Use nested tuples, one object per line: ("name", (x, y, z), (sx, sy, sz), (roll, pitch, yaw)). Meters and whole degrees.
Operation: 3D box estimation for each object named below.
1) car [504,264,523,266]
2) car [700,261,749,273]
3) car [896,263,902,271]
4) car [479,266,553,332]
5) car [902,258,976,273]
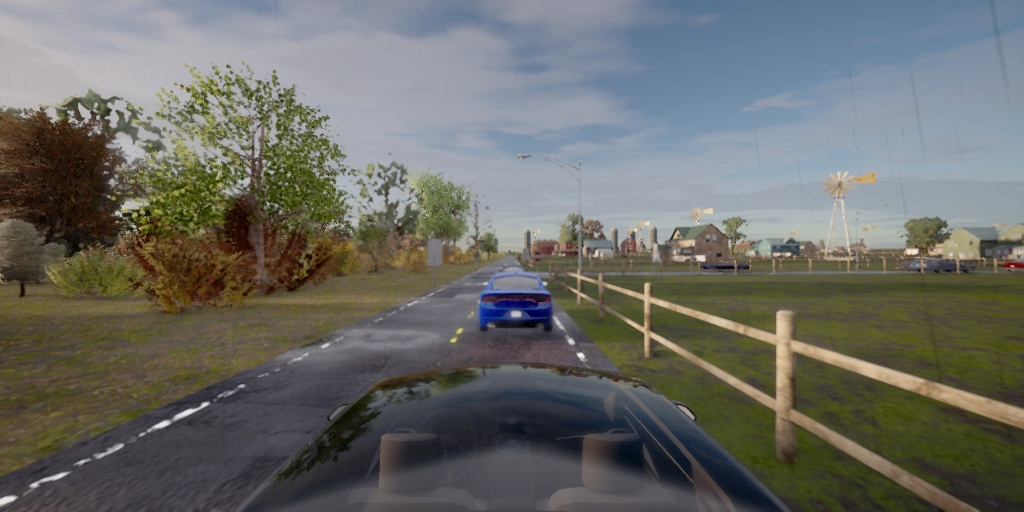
("car", (0.093, 1.238, 22.444), (1.812, 1.442, 4.674), (0, 0, 0))
("car", (23.383, 1.180, 39.774), (4.718, 1.301, 1.895), (0, 0, -1))
("car", (45.962, 0.982, 40.098), (4.892, 1.490, 1.837), (0, 0, -1))
("car", (0.097, 1.213, 10.834), (1.882, 1.535, 5.008), (0, 0, 0))
("car", (44.604, 1.013, 37.245), (5.357, 1.411, 2.033), (0, 0, 0))
